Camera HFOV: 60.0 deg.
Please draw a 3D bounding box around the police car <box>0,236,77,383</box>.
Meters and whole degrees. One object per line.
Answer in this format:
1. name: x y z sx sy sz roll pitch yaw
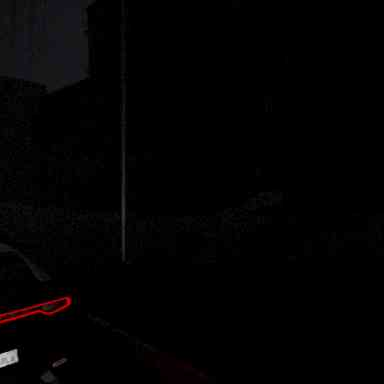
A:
1. police car: -3.623 1.428 5.008 1.930 1.638 5.238 -3 1 -45
